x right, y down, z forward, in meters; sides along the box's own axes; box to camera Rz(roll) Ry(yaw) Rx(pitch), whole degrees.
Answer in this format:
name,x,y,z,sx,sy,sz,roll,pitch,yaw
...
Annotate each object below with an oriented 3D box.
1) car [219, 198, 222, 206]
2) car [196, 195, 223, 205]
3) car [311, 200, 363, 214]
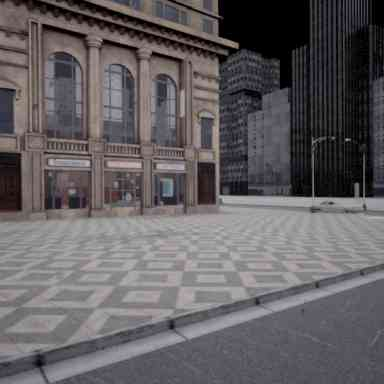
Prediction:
name,x,y,z,sx,sy,sz,roll,pitch,yaw
car,2.609,1.350,51.634,1.882,1.535,5.008,-1,1,-34
car,2.940,1.310,56.711,1.882,1.535,5.008,-1,1,-34
car,14.670,1.535,33.765,1.895,1.301,4.718,-1,1,-34
